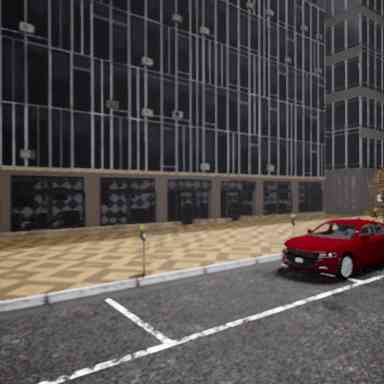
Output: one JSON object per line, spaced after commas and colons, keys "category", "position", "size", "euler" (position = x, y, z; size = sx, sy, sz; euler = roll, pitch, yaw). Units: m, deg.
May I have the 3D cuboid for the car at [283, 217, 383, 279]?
{"category": "car", "position": [4.568, 1.480, 9.815], "size": [4.507, 1.381, 1.887], "euler": [0, 0, -35]}
